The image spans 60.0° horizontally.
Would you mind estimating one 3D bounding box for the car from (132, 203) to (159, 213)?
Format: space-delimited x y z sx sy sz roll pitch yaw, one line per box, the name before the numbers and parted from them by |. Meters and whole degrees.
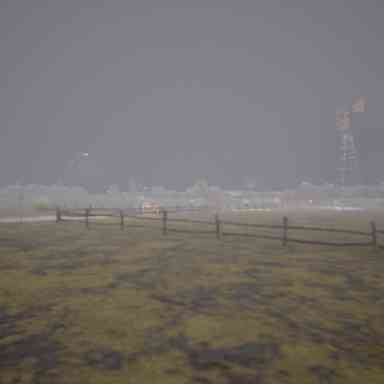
car | -6.700 2.397 49.037 1.882 1.535 5.008 -1 -2 36
